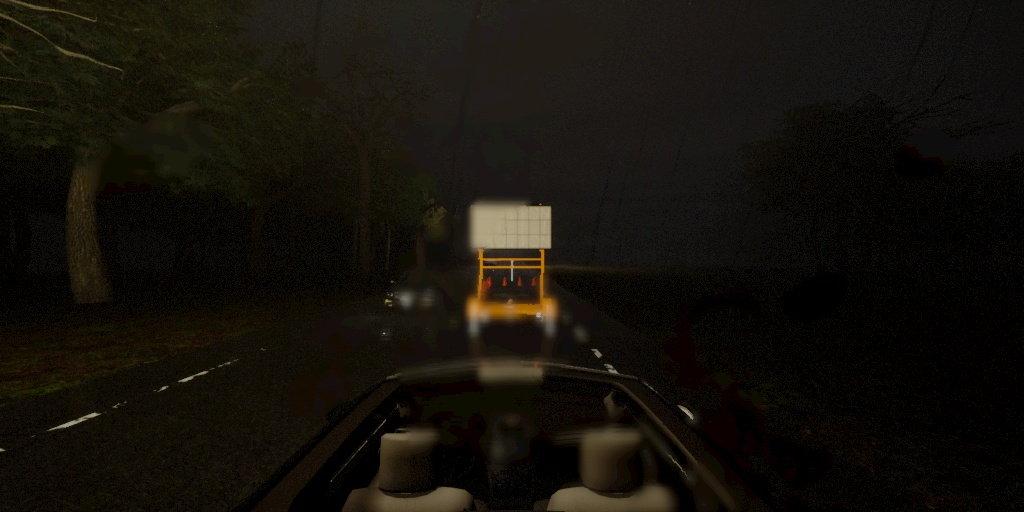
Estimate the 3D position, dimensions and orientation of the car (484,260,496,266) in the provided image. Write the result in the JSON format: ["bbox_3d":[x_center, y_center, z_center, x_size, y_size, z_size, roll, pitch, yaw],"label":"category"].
[{"bbox_3d":[-3.489,1.098,58.060,2.033,1.411,5.357,0,0,0],"label":"car"}]

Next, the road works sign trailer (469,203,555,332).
[{"bbox_3d":[0.002,0.210,10.797,2.380,3.560,2.880,0,0,0],"label":"road works sign trailer"}]

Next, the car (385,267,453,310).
[{"bbox_3d":[-3.597,1.244,14.580,1.837,1.490,4.892,0,0,0],"label":"car"}]
